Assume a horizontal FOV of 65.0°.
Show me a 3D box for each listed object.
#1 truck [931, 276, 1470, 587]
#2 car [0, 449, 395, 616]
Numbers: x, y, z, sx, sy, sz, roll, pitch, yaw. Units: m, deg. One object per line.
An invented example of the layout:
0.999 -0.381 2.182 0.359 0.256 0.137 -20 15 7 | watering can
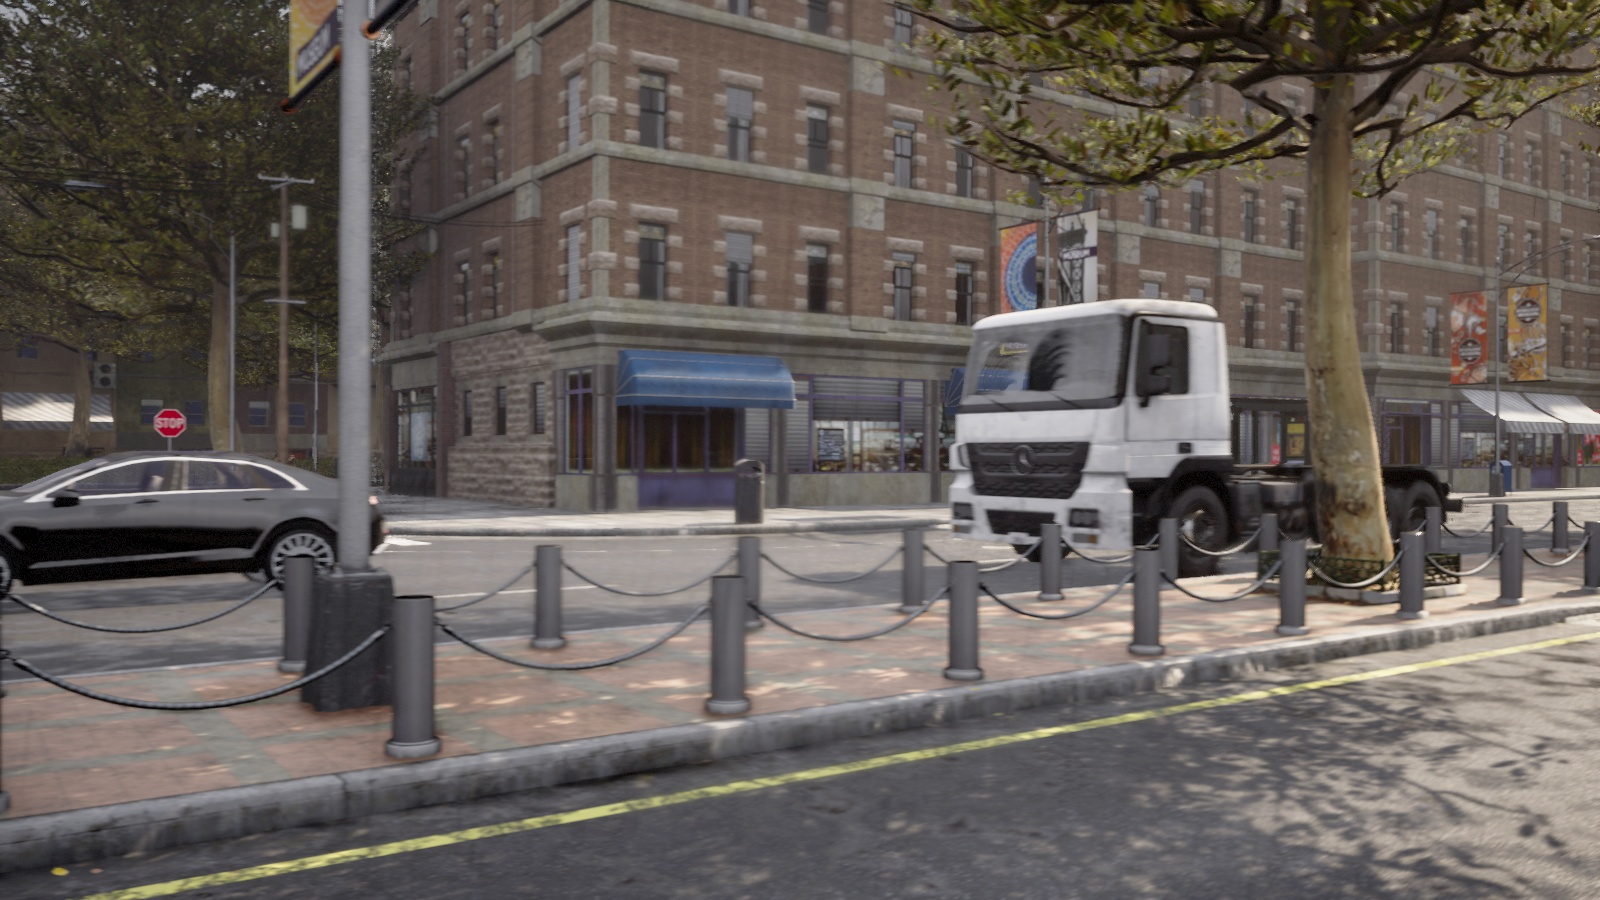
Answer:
5.788 -0.207 17.439 7.936 3.462 2.891 0 0 -35 | truck
-6.936 0.747 12.843 4.902 1.511 2.128 0 0 -35 | car
